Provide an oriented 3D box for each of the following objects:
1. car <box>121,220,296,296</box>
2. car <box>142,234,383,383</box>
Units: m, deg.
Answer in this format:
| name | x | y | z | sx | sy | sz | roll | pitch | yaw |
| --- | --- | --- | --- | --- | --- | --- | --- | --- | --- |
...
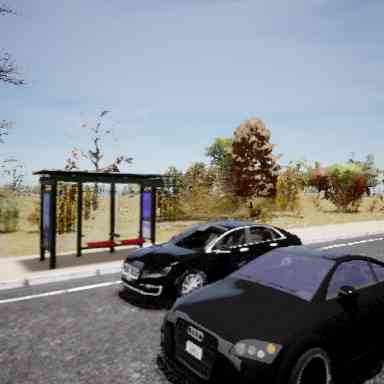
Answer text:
| name | x | y | z | sx | sy | sz | roll | pitch | yaw |
| --- | --- | --- | --- | --- | --- | --- | --- | --- | --- |
| car | 0.708 | 1.487 | 8.124 | 4.892 | 1.490 | 1.837 | 0 | 0 | -35 |
| car | 1.653 | 1.551 | 4.816 | 4.181 | 1.385 | 1.994 | 0 | 0 | -35 |
